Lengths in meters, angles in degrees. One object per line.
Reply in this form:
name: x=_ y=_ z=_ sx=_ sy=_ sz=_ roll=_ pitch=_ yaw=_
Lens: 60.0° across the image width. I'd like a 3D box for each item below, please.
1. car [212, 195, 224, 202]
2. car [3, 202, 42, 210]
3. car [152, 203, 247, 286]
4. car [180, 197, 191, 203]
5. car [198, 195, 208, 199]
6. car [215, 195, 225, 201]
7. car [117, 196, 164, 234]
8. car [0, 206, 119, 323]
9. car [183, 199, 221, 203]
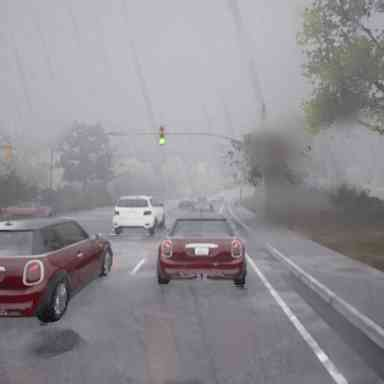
car: x=5.196 y=1.601 z=69.973 sx=1.895 sy=1.301 sz=4.718 roll=0 pitch=0 yaw=9
car: x=-13.914 y=1.564 z=28.525 sx=4.181 sy=1.385 sz=1.994 roll=0 pitch=0 yaw=-1
car: x=0.260 y=1.353 z=9.599 sx=2.097 sy=1.767 sz=4.553 roll=0 pitch=0 yaw=1
car: x=-0.756 y=1.532 z=49.173 sx=1.812 sy=1.442 sz=4.674 roll=0 pitch=0 yaw=5
car: x=2.441 y=1.511 z=75.157 sx=1.837 sy=1.490 sz=4.892 roll=0 pitch=0 yaw=9
car: x=6.779 y=1.405 z=80.083 sx=1.812 sy=1.442 sz=4.674 roll=0 pitch=0 yaw=10
car: x=-2.939 y=1.224 z=19.353 sx=2.150 sy=2.045 sz=5.566 roll=0 pitch=0 yaw=2
car: x=-3.281 y=1.352 z=7.380 sx=2.097 sy=1.767 sz=4.553 roll=0 pitch=0 yaw=1
car: x=0.692 y=1.496 z=22.046 sx=2.128 sy=1.511 sz=4.902 roll=0 pitch=0 yaw=3
